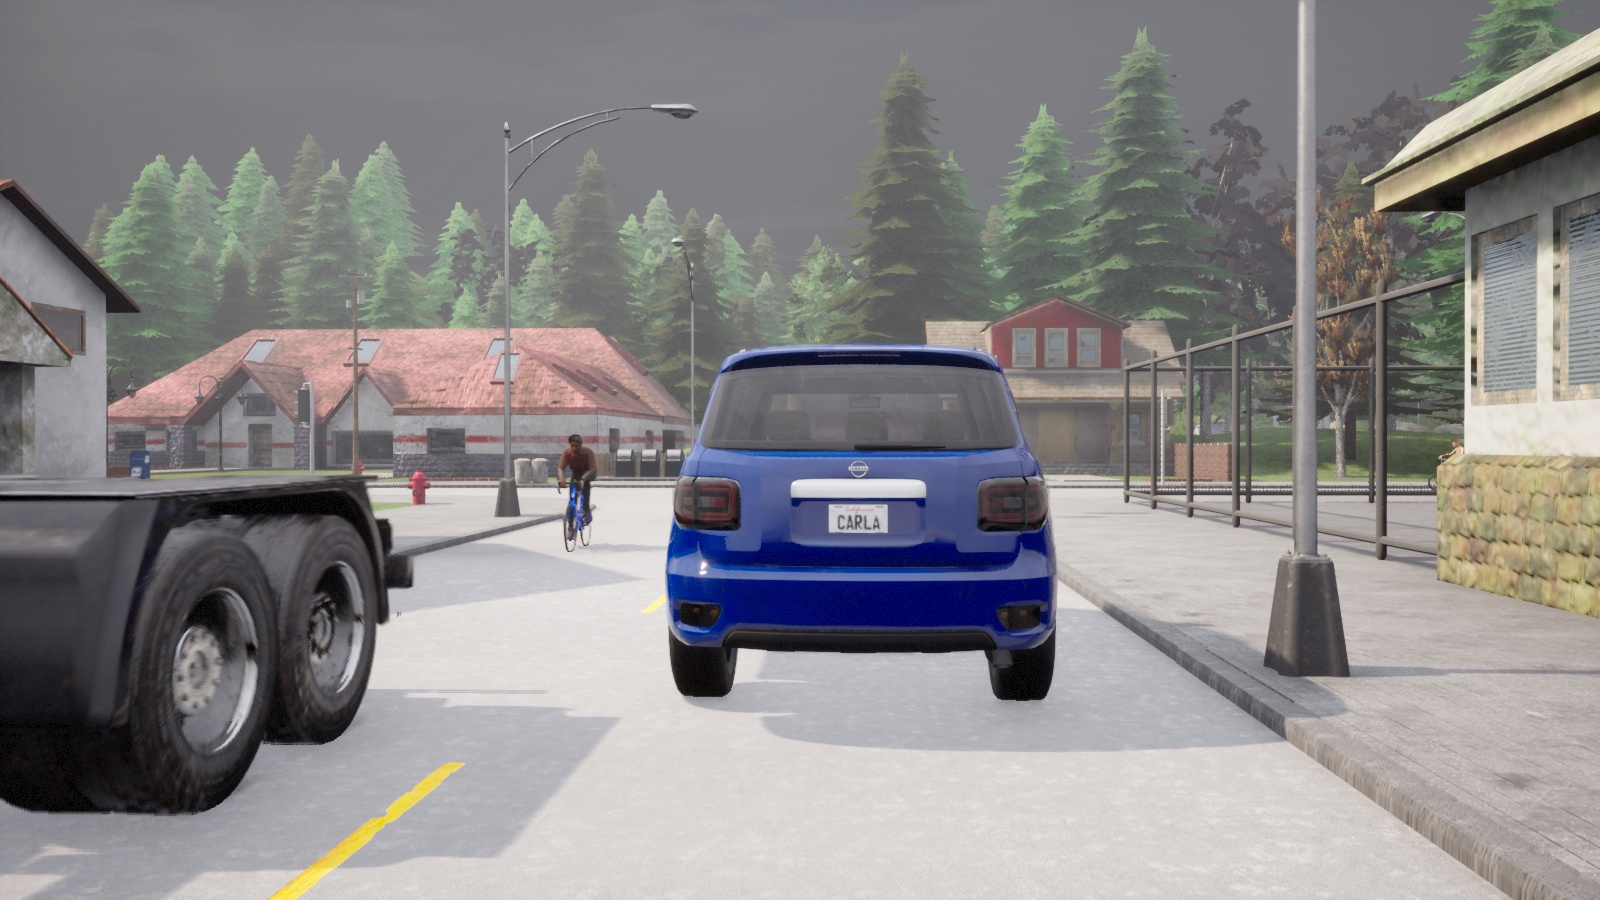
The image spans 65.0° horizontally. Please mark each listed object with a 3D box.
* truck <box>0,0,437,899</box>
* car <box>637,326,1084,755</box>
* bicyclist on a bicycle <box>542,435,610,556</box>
[{"bbox_3d":[-3.808,-0.259,3.601,2.891,3.462,7.936,0,0,3],"label":"truck"},{"bbox_3d":[0.448,0.416,8.835,2.150,2.045,5.566,0,0,3],"label":"car"},{"bbox_3d":[-3.114,0.598,17.579,0.582,1.620,1.656,0,1,3],"label":"bicyclist on a bicycle"}]
